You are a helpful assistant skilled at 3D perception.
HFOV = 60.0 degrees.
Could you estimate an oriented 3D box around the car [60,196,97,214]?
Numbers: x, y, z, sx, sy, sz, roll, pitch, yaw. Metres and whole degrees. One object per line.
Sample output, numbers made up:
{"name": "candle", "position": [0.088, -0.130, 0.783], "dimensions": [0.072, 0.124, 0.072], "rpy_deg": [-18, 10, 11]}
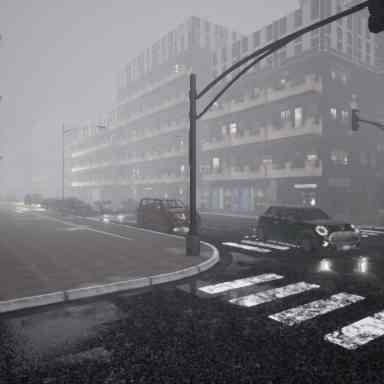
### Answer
{"name": "car", "position": [-11.487, 1.445, 33.454], "dimensions": [1.887, 1.381, 4.507], "rpy_deg": [0, 0, -36]}

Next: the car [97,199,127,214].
{"name": "car", "position": [-8.860, 1.503, 34.242], "dimensions": [1.895, 1.301, 4.718], "rpy_deg": [0, 0, -36]}

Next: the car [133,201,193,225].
{"name": "car", "position": [-2.312, 1.481, 25.170], "dimensions": [2.033, 1.411, 5.357], "rpy_deg": [0, 0, -36]}

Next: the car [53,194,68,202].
{"name": "car", "position": [-27.917, 1.270, 70.503], "dimensions": [1.967, 1.590, 4.097], "rpy_deg": [0, 0, -36]}

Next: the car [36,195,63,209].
{"name": "car", "position": [-18.123, 1.436, 42.639], "dimensions": [1.947, 1.339, 4.313], "rpy_deg": [0, 0, -36]}

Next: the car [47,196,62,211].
{"name": "car", "position": [-14.805, 1.451, 38.047], "dimensions": [1.947, 1.339, 4.313], "rpy_deg": [0, 0, -36]}

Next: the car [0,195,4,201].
{"name": "car", "position": [-41.345, 1.269, 74.777], "dimensions": [1.967, 1.590, 4.097], "rpy_deg": [0, 0, -36]}

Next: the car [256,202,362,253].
{"name": "car", "position": [4.619, 1.340, 13.760], "dimensions": [2.097, 1.767, 4.553], "rpy_deg": [0, 0, -22]}

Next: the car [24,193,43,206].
{"name": "car", "position": [-24.757, 1.162, 51.820], "dimensions": [2.192, 1.841, 5.009], "rpy_deg": [0, 0, -36]}

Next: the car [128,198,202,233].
{"name": "car", "position": [-1.534, 1.264, 19.680], "dimensions": [2.192, 1.841, 5.009], "rpy_deg": [0, 0, -36]}

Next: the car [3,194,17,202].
{"name": "car", "position": [-38.027, 1.412, 70.186], "dimensions": [1.802, 1.307, 4.206], "rpy_deg": [0, 0, -36]}

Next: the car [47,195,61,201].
{"name": "car", "position": [-31.233, 1.379, 75.093], "dimensions": [2.008, 1.369, 4.403], "rpy_deg": [0, 0, -36]}
